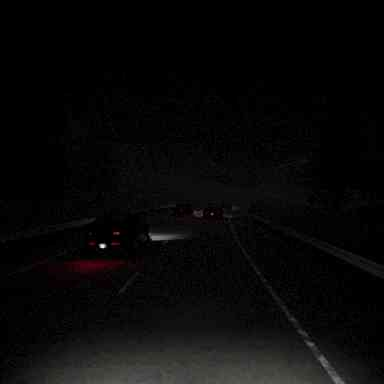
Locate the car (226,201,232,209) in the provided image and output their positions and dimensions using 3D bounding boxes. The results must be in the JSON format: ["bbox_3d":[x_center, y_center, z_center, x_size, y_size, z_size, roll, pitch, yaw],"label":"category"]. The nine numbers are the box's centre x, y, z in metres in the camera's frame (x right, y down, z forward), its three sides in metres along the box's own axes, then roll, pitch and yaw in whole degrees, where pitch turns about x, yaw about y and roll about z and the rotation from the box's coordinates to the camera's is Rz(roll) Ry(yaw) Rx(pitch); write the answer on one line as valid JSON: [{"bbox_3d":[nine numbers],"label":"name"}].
[{"bbox_3d":[5.416,2.118,53.674,1.895,1.301,4.718,0,-1,11],"label":"car"}]

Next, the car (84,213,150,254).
[{"bbox_3d":[-2.995,1.632,14.039,1.837,1.490,4.892,0,0,3],"label":"car"}]

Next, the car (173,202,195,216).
[{"bbox_3d":[-0.839,1.841,37.324,2.128,1.511,4.902,0,0,8],"label":"car"}]

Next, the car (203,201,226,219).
[{"bbox_3d":[2.125,1.839,32.756,1.812,1.442,4.674,0,-1,7],"label":"car"}]
